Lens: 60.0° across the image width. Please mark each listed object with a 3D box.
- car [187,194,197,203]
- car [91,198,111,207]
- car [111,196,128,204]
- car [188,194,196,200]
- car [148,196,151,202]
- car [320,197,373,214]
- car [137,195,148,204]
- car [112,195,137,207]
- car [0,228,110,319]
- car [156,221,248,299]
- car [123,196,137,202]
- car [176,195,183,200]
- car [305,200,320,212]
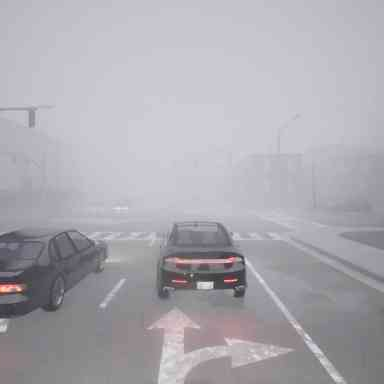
[{"bbox_3d":[0.068,1.503,71.499,1.837,1.490,4.892,0,0,0],"label":"car"},{"bbox_3d":[-14.080,1.601,51.521,1.895,1.301,4.718,0,0,0],"label":"car"},{"bbox_3d":[-14.020,1.548,64.660,2.033,1.411,5.357,0,0,1],"label":"car"},{"bbox_3d":[0.014,1.355,92.893,2.097,1.767,4.553,0,0,0],"label":"car"},{"bbox_3d":[-10.489,1.525,75.222,2.128,1.511,4.902,0,0,0],"label":"car"},{"bbox_3d":[16.546,1.352,35.245,4.553,1.767,2.097,0,0,0],"label":"car"},{"bbox_3d":[-10.527,1.351,64.738,2.097,1.767,4.553,0,0,0],"label":"car"},{"bbox_3d":[-10.580,1.491,52.127,2.128,1.511,4.902,0,0,0],"label":"car"},{"bbox_3d":[-3.430,1.547,7.684,2.033,1.411,5.357,0,0,0],"label":"car"},{"bbox_3d":[0.116,1.492,8.488,2.128,1.511,4.902,0,0,-3],"label":"car"},{"bbox_3d":[-13.989,1.540,75.152,2.033,1.411,5.357,0,0,0],"label":"car"},{"bbox_3d":[-3.486,1.524,92.909,1.812,1.442,4.674,0,0,0],"label":"car"},{"bbox_3d":[15.718,1.492,38.745,4.902,1.511,2.128,0,0,0],"label":"car"}]
